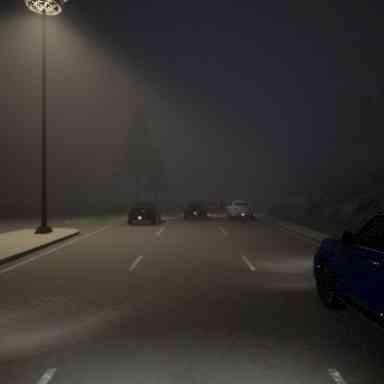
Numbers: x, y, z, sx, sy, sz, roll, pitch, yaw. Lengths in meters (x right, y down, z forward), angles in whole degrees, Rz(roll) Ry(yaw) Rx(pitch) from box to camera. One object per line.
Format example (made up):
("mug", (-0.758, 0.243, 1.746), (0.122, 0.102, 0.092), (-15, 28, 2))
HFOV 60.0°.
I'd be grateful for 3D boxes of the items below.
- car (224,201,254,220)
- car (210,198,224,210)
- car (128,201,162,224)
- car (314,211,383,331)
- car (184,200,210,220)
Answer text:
("car", (3.803, 1.412, 26.530), (1.812, 1.442, 4.674), (0, 0, 2))
("car", (3.053, 1.427, 40.720), (1.895, 1.301, 4.718), (0, 0, 15))
("car", (-3.297, 1.402, 23.841), (1.837, 1.490, 4.892), (0, 0, 2))
("car", (3.600, 1.202, 4.572), (2.150, 2.045, 5.566), (0, 0, 0))
("car", (0.360, 1.410, 27.115), (1.812, 1.442, 4.674), (0, 0, 3))
